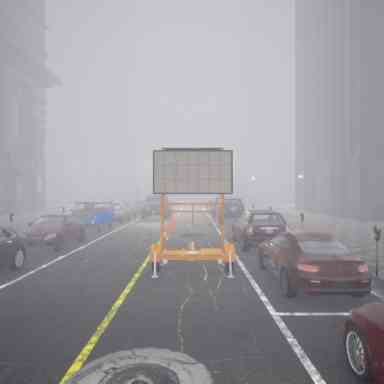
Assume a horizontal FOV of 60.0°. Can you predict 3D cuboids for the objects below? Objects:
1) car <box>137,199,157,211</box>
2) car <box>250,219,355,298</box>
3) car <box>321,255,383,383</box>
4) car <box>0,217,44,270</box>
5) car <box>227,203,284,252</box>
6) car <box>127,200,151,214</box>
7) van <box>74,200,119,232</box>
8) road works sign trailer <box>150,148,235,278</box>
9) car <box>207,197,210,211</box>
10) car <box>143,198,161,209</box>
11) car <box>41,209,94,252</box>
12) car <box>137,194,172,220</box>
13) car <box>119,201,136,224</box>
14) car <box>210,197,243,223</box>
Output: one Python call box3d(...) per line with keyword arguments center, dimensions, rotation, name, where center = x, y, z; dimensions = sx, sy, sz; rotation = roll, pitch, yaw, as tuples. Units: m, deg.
box3d(center=(-5.670, 1.585, 42.076), dimensions=(1.947, 1.339, 4.313), rotation=(0, 0, 0), name="car")
box3d(center=(2.778, 1.582, 8.242), dimensions=(1.802, 1.307, 4.206), rotation=(0, 0, 0), name="car")
box3d(center=(2.765, 1.582, 2.606), dimensions=(1.802, 1.307, 4.206), rotation=(0, 0, 0), name="car")
box3d(center=(-5.747, 1.551, 8.256), dimensions=(2.008, 1.369, 4.403), rotation=(0, 0, 0), name="car")
box3d(center=(2.790, 1.441, 13.878), dimensions=(1.967, 1.590, 4.097), rotation=(0, 0, 0), name="car")
box3d(center=(-5.683, 1.580, 36.439), dimensions=(1.947, 1.339, 4.313), rotation=(0, 0, 0), name="car")
box3d(center=(-5.722, 1.344, 19.530), dimensions=(1.690, 1.788, 3.998), rotation=(0, 0, 0), name="van")
box3d(center=(0.023, 0.465, 10.138), dimensions=(2.380, 3.560, 2.880), rotation=(0, 0, 0), name="road works sign trailer")
box3d(center=(2.828, 1.324, 30.786), dimensions=(2.192, 1.841, 5.009), rotation=(0, 0, 0), name="car")
box3d(center=(-5.657, 1.575, 47.713), dimensions=(2.008, 1.369, 4.403), rotation=(0, 0, 0), name="car")
box3d(center=(-5.734, 1.583, 13.893), dimensions=(1.802, 1.307, 4.206), rotation=(0, 0, 0), name="car")
box3d(center=(-2.924, 1.229, 28.284), dimensions=(2.150, 2.045, 5.566), rotation=(0, 0, 1), name="car")
box3d(center=(-5.709, 1.531, 24.996), dimensions=(1.752, 1.417, 4.829), rotation=(0, 0, 0), name="car")
box3d(center=(2.815, 1.321, 25.150), dimensions=(2.192, 1.841, 5.009), rotation=(0, 0, 0), name="car")
